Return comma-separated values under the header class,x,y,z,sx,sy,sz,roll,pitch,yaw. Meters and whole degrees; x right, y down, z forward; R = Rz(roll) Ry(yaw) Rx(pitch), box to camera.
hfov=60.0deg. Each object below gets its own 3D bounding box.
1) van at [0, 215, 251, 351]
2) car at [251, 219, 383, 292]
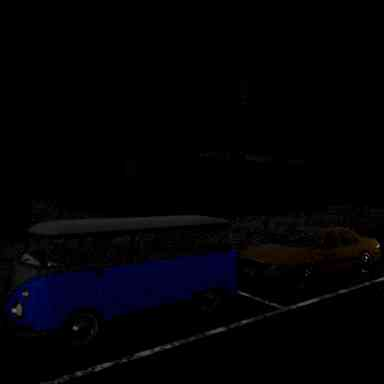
class,x,y,z,sx,sy,sz,roll,pitch,yaw
van,-1.042,1.340,5.903,3.998,1.788,1.690,0,0,-35
car,3.253,1.523,8.953,4.829,1.417,1.752,0,0,-35
